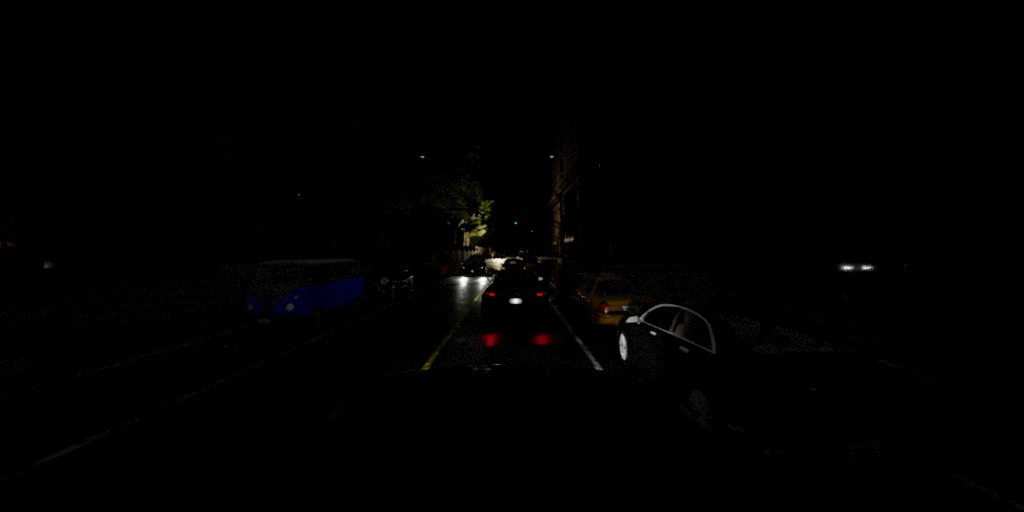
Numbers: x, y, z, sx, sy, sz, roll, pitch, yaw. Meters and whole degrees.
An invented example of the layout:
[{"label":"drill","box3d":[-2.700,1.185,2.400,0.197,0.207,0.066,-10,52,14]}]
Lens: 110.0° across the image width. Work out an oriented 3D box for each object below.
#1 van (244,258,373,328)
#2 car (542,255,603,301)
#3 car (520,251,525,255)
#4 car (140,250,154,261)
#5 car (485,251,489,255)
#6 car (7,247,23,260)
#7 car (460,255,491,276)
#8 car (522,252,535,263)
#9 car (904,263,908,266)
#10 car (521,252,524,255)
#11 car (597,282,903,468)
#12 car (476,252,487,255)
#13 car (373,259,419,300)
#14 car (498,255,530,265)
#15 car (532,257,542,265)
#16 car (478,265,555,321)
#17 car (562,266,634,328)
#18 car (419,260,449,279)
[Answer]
[{"label":"van","box3d":[-5.759,0.960,10.439,1.690,1.789,3.998,0,0,0]},{"label":"car","box3d":[2.769,0.851,15.845,2.192,1.841,5.009,0,0,0]},{"label":"car","box3d":[2.791,0.311,64.138,1.751,1.417,4.829,0,0,0]},{"label":"car","box3d":[-43.704,-0.028,41.276,4.181,1.385,1.994,1,1,0]},{"label":"car","box3d":[-5.735,0.226,63.991,1.967,1.591,4.097,0,0,0]},{"label":"car","box3d":[-50.259,-0.132,38.245,4.674,1.442,1.812,1,1,1]},{"label":"car","box3d":[-3.005,0.851,29.601,1.812,1.442,4.674,0,1,0]},{"label":"car","box3d":[2.785,0.523,53.128,1.948,1.339,4.313,0,0,0]},{"label":"car","box3d":[48.508,1.106,41.154,5.566,2.045,2.150,1,1,0]},{"label":"car","box3d":[2.788,0.438,58.548,1.948,1.339,4.313,0,0,0]},{"label":"car","box3d":[2.764,1.251,4.995,2.007,1.370,4.403,0,0,0]},{"label":"car","box3d":[-5.737,0.423,58.571,2.007,1.370,4.403,0,0,0]},{"label":"car","box3d":[-5.757,0.976,15.865,1.967,1.591,4.097,0,0,0]},{"label":"car","box3d":[0.111,0.908,25.888,1.812,1.442,4.674,0,1,0]},{"label":"car","box3d":[2.773,0.935,26.694,1.948,1.339,4.313,0,0,0]},{"label":"car","box3d":[0.105,1.162,11.725,1.994,1.385,4.181,0,1,0]},{"label":"car","box3d":[2.766,1.144,10.590,1.751,1.417,4.829,0,0,0]},{"label":"car","box3d":[-5.752,0.952,26.716,1.802,1.307,4.207,0,0,0]}]
